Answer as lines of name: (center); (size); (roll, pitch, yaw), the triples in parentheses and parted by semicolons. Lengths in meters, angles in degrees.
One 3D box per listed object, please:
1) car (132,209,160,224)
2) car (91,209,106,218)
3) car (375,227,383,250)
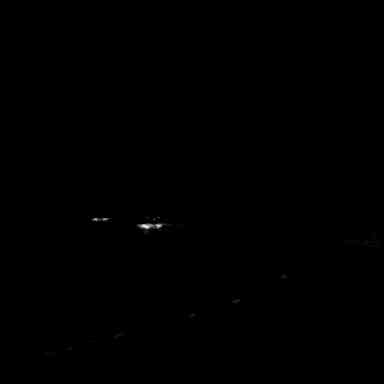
car: (-5.194, 2.731, 37.294); (1.837, 1.490, 4.892); (1, -2, -30)
car: (-15.982, 3.656, 56.382); (1.882, 1.535, 5.008); (1, -4, -29)
car: (9.087, 1.706, 13.164); (1.882, 1.535, 5.008); (1, -3, 7)
